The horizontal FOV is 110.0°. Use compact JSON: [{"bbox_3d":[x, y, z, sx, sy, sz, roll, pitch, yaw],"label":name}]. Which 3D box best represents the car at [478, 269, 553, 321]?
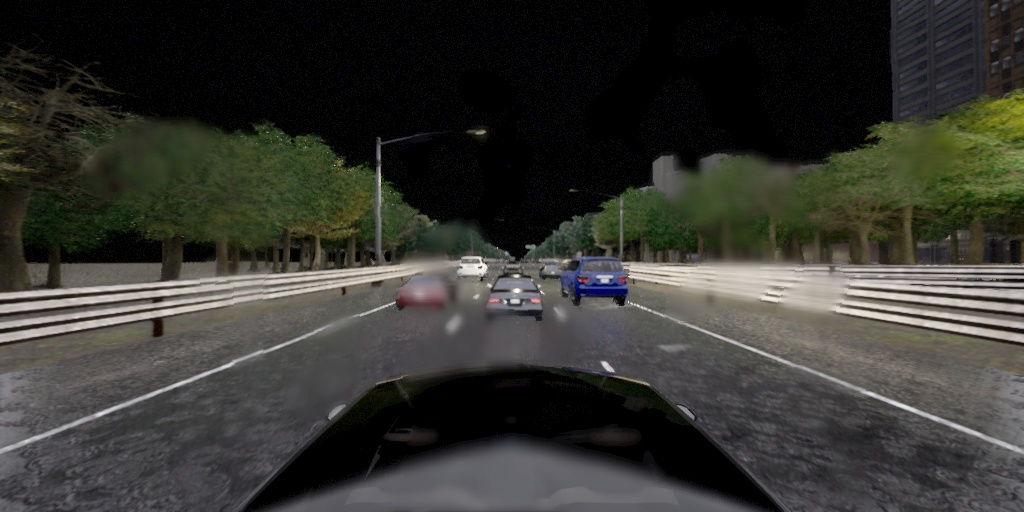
[{"bbox_3d":[0.094,1.370,12.858,2.033,1.411,5.357,0,0,0],"label":"car"}]

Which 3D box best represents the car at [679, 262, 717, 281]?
[{"bbox_3d":[14.824,1.220,29.437,2.128,1.511,4.902,0,-1,-23],"label":"car"}]

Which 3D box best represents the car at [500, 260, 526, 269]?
[{"bbox_3d":[0.099,1.383,32.954,1.837,1.490,4.892,0,0,0],"label":"car"}]

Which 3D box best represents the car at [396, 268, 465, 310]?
[{"bbox_3d":[-3.405,1.399,15.207,1.994,1.385,4.181,0,0,0],"label":"car"}]

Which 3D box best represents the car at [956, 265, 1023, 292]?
[{"bbox_3d":[22.233,0.897,14.837,2.128,1.511,4.902,1,-2,-32],"label":"car"}]

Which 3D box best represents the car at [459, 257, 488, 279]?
[{"bbox_3d":[-3.399,1.099,31.921,2.150,2.045,5.566,0,0,0],"label":"car"}]

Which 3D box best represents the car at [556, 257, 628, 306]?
[{"bbox_3d":[3.598,1.065,16.572,2.150,2.045,5.566,0,0,0],"label":"car"}]

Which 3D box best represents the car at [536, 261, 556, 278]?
[{"bbox_3d":[3.600,1.443,33.455,1.994,1.385,4.181,0,0,0],"label":"car"}]
